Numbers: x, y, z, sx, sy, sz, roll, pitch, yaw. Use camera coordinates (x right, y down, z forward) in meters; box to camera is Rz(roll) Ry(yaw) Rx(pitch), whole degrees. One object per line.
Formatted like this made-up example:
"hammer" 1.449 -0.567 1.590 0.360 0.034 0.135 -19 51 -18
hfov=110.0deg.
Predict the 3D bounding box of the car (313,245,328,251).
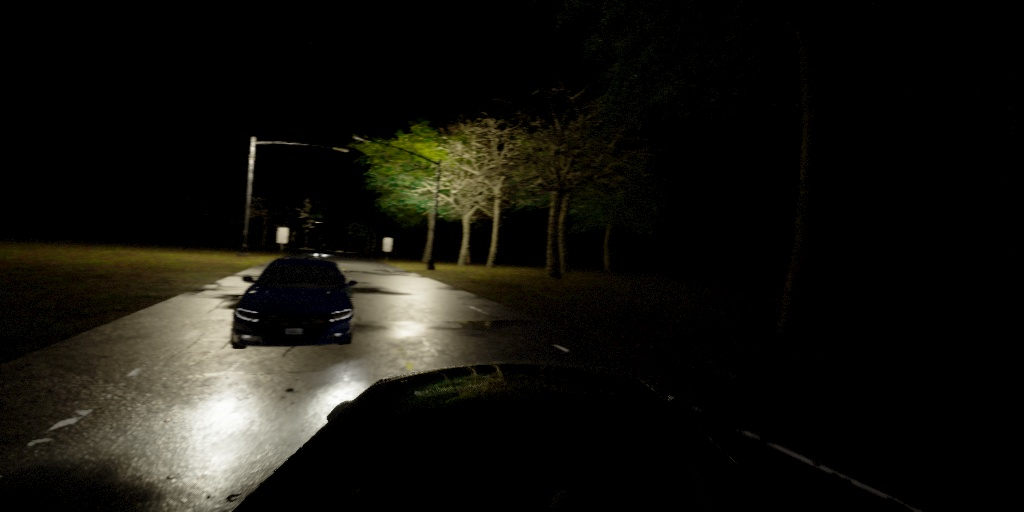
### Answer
"car" -30.637 -1.015 57.514 1.994 1.385 4.181 5 -1 -28

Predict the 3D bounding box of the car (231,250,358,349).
"car" -4.650 0.815 8.005 1.882 1.535 5.008 5 1 -28
